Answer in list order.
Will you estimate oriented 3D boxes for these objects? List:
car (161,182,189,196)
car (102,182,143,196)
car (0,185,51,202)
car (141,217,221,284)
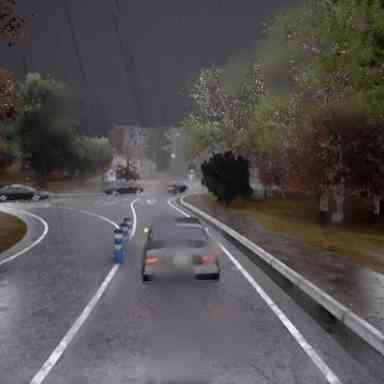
[{"bbox_3d":[-1.933,-0.454,39.645,2.128,1.511,4.902,1,5,21],"label":"car"},{"bbox_3d":[-8.038,-0.378,38.790,4.892,1.490,1.837,-3,7,-35],"label":"car"},{"bbox_3d":[-16.261,0.122,32.114,4.892,1.490,1.837,1,5,-5],"label":"car"},{"bbox_3d":[-0.412,1.425,9.434,2.033,1.411,5.357,0,2,-4],"label":"car"}]
